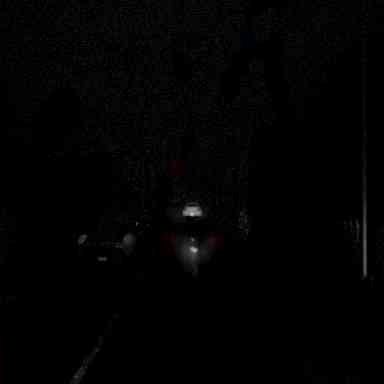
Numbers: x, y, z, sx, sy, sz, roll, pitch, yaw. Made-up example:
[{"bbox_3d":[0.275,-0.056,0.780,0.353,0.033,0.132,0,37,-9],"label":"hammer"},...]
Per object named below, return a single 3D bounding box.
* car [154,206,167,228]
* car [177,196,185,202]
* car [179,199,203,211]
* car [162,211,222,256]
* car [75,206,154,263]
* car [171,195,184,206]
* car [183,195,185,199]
[{"bbox_3d":[-2.697,1.627,22.636,1.947,1.339,4.313,0,0,0],"label":"car"},{"bbox_3d":[-2.897,1.815,88.432,1.967,1.590,4.097,0,0,0],"label":"car"},{"bbox_3d":[0.025,1.610,29.510,1.812,1.442,4.674,0,0,0],"label":"car"},{"bbox_3d":[0.058,1.634,13.182,1.895,1.301,4.718,0,0,0],"label":"car"},{"bbox_3d":[-2.663,1.470,11.876,1.967,1.590,4.097,1,0,0],"label":"car"},{"bbox_3d":[-2.811,1.740,60.236,1.752,1.417,4.829,0,0,0],"label":"car"},{"bbox_3d":[-2.829,1.789,66.011,1.887,1.381,4.507,0,0,0],"label":"car"}]
